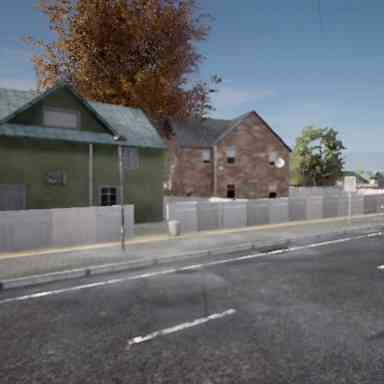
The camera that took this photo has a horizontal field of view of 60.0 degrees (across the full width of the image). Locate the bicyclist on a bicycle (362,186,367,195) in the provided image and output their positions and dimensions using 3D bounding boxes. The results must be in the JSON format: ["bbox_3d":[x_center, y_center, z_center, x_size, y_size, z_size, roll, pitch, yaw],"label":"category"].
[{"bbox_3d":[23.215,0.080,45.046,1.656,1.620,0.582,0,1,-19],"label":"bicyclist on a bicycle"}]
